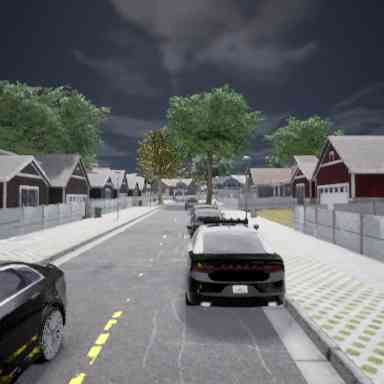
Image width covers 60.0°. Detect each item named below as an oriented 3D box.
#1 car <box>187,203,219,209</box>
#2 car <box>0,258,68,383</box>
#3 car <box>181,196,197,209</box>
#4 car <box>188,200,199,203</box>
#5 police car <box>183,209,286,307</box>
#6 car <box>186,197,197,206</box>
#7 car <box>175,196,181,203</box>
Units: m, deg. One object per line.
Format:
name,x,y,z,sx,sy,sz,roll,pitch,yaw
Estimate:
car,0.798,1.553,18.117,1.837,1.490,4.892,0,0,0
car,-2.757,1.501,3.067,2.128,1.511,4.902,0,0,0
car,-0.033,1.605,46.023,2.128,1.511,4.902,0,0,0
car,0.790,1.567,24.119,1.837,1.490,4.892,0,0,0
police car,0.813,1.449,8.225,1.930,1.638,5.238,0,0,0
car,-0.086,1.678,60.419,1.812,1.442,4.674,0,0,0
car,-2.861,1.731,76.950,1.812,1.442,4.674,0,0,0
